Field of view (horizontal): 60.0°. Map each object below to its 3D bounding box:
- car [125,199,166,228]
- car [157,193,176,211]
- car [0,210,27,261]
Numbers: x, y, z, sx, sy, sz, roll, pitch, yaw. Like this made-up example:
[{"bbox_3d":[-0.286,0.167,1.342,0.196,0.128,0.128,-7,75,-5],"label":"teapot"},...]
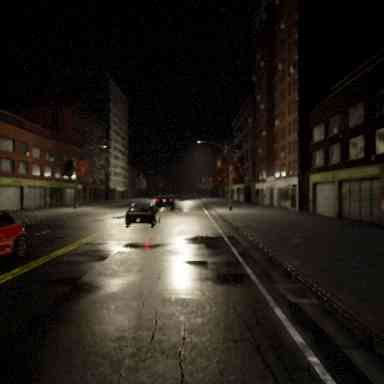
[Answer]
[{"bbox_3d":[-3.171,1.468,21.987,2.128,1.511,4.902,0,0,0],"label":"car"},{"bbox_3d":[-3.191,1.177,40.894,2.150,2.045,5.566,0,0,0],"label":"car"},{"bbox_3d":[-6.607,1.343,9.309,2.097,1.767,4.553,0,0,0],"label":"car"}]
